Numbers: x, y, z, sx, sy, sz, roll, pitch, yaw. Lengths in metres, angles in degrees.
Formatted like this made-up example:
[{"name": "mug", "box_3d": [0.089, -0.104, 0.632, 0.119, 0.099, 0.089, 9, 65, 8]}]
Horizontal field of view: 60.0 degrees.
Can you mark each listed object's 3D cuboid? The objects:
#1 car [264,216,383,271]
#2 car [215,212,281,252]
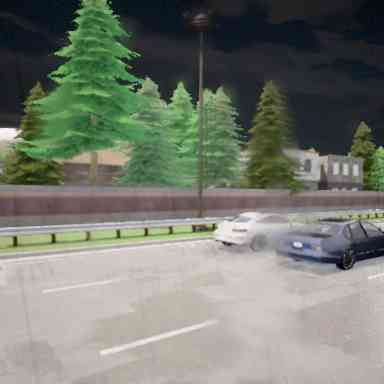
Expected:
[{"name": "car", "box_3d": [5.134, 1.598, 11.172, 5.357, 1.411, 2.033, 0, 0, -35]}, {"name": "car", "box_3d": [3.064, 1.564, 13.994, 4.674, 1.442, 1.812, 0, 0, -35]}]
